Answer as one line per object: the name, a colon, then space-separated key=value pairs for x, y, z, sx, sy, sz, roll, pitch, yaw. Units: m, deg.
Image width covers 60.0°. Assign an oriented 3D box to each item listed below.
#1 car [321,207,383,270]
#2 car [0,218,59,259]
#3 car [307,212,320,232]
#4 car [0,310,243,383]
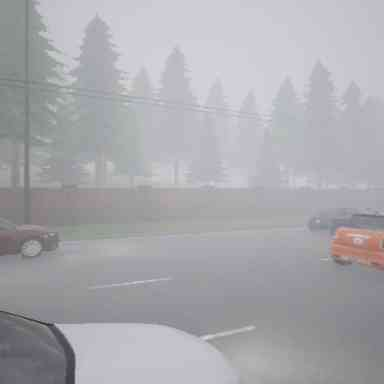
car: x=6.419 y=1.346 z=9.960 sx=4.553 sy=1.767 sz=2.097 roll=0 pitch=0 yaw=-26
car: x=-7.155 y=1.475 z=11.157 sx=5.008 sy=1.535 sz=1.882 roll=0 pitch=0 yaw=-26
car: x=8.585 y=1.553 z=18.791 sx=4.181 sy=1.385 sz=1.994 roll=0 pitch=0 yaw=-26
car: x=-1.806 y=1.525 z=2.081 sx=4.674 sy=1.442 sz=1.812 roll=0 pitch=0 yaw=-26
